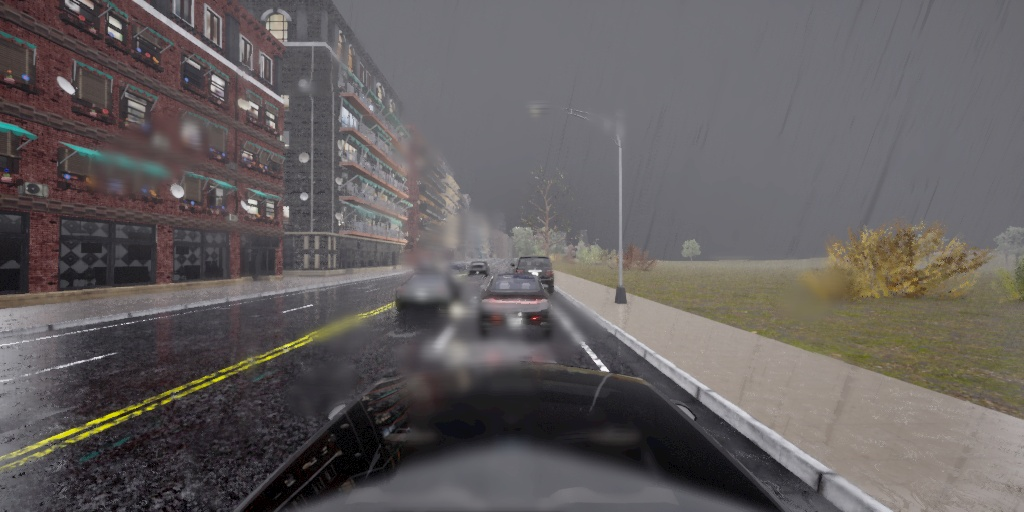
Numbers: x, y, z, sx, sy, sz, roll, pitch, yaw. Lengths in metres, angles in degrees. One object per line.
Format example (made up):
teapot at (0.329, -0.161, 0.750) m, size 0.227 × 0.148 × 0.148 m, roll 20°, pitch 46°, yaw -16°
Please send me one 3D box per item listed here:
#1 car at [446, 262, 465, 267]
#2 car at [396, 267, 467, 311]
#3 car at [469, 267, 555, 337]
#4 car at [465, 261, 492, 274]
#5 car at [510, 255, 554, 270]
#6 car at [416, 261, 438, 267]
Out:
car at (-6.628, 1.352, 42.916) m, size 1.895 × 1.301 × 4.718 m, roll 0°, pitch 0°, yaw 0°
car at (-3.157, 1.316, 14.484) m, size 1.994 × 1.385 × 4.181 m, roll 0°, pitch 0°, yaw 0°
car at (0.095, 1.243, 10.338) m, size 2.128 × 1.511 × 4.902 m, roll 0°, pitch 0°, yaw 0°
car at (-3.172, 1.258, 35.403) m, size 1.837 × 1.490 × 4.892 m, roll 0°, pitch 1°, yaw 0°
car at (1.126, 0.977, 20.208) m, size 2.150 × 2.045 × 5.566 m, roll 0°, pitch 0°, yaw 0°
car at (-9.878, 1.299, 41.990) m, size 2.033 × 1.411 × 5.357 m, roll 0°, pitch 0°, yaw 0°
